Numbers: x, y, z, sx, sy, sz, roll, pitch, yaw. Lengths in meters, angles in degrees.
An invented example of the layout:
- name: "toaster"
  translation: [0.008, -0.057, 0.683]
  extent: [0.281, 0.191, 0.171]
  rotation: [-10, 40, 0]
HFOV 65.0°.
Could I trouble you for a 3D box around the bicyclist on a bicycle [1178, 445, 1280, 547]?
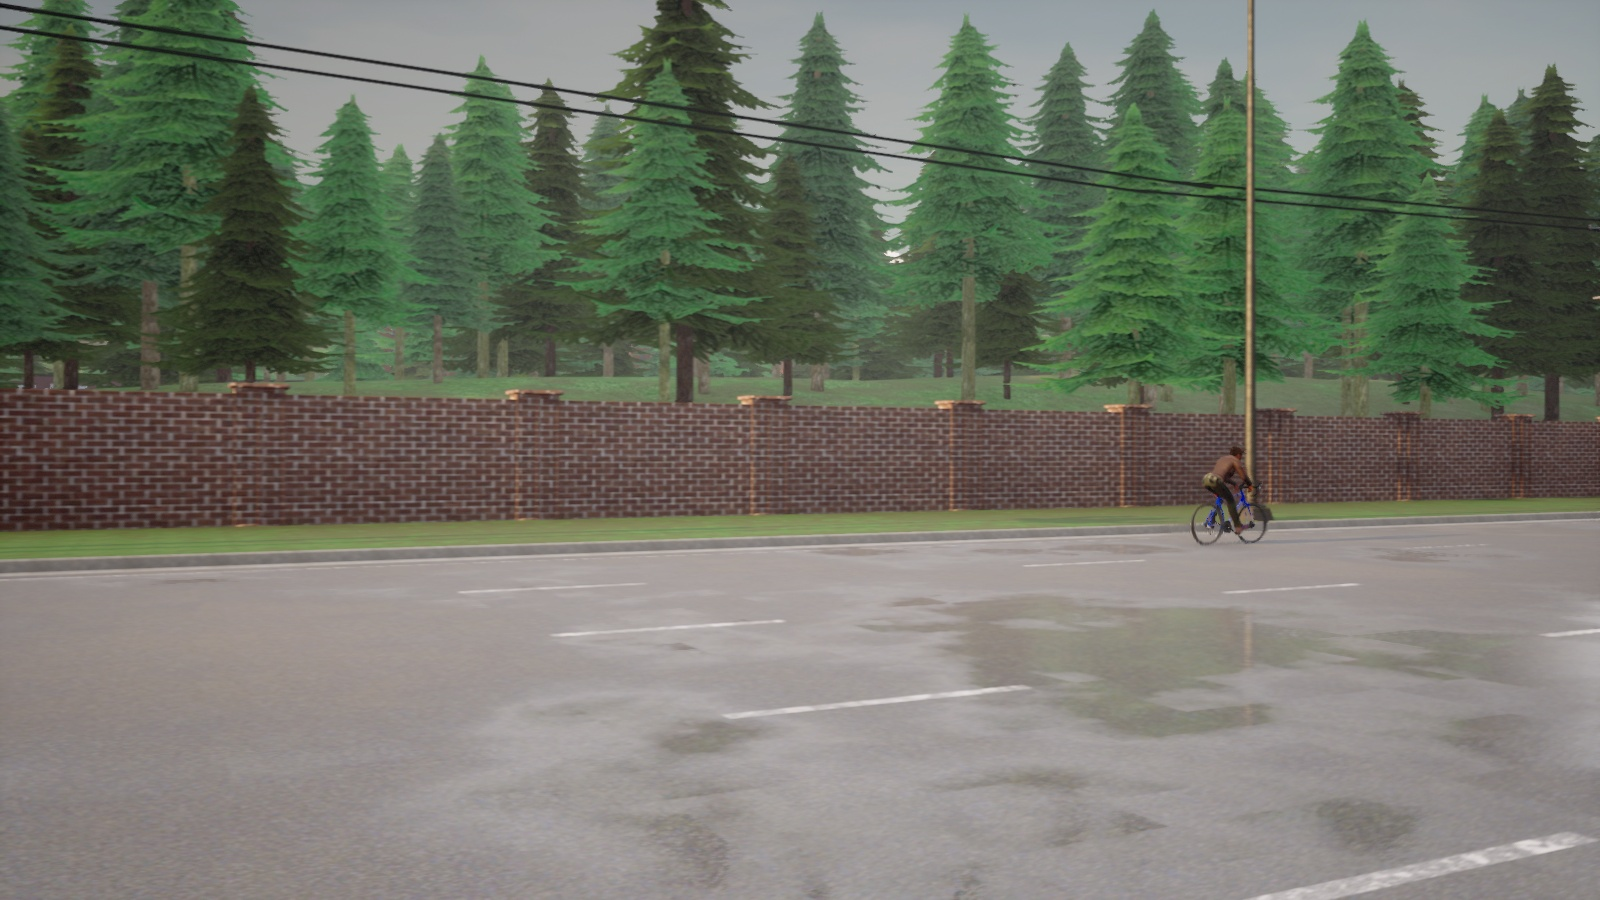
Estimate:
- name: "bicyclist on a bicycle"
  translation: [7.017, 0.729, 20.515]
  extent: [1.656, 1.620, 0.582]
  rotation: [0, 0, -26]
